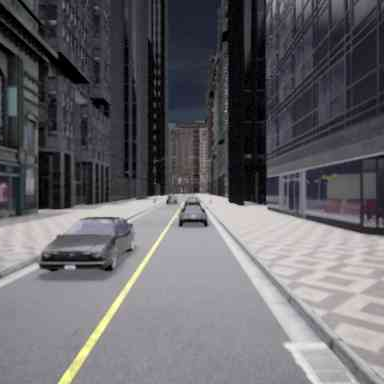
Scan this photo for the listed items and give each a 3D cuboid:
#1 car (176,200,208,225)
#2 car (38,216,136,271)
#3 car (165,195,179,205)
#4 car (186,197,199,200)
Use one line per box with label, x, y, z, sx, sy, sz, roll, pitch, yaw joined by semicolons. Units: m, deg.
car;0.075;1.513;23.307;1.994;1.385;4.181;0;0;0
car;-3.105;1.535;11.134;2.033;1.411;5.357;0;0;0
car;-3.123;1.296;52.877;1.837;1.490;4.892;0;0;0
car;0.054;1.380;39.087;1.837;1.490;4.892;0;1;0
